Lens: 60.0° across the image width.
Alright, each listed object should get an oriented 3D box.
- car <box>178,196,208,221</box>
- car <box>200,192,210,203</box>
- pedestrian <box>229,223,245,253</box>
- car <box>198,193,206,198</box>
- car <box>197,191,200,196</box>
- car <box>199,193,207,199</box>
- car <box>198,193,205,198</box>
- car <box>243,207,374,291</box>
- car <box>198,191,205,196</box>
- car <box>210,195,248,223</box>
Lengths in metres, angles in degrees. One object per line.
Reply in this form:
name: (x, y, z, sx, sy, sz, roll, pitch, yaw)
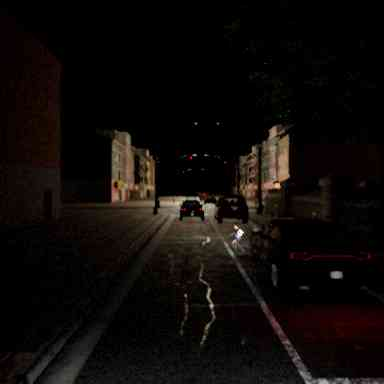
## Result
car: (-0.049, 1.314, 25.118, 1.812, 1.442, 4.674, 0, 0, -2)
car: (2.650, 1.162, 49.397, 1.887, 1.381, 4.507, 1, 0, 0)
pedestrian: (1.598, 1.568, 11.611, 0.500, 1.100, 0.500, 1, 0, -10)
car: (2.653, 0.989, 87.459, 1.802, 1.307, 4.206, 0, 0, 0)
car: (2.654, 0.803, 71.145, 2.192, 1.841, 5.009, 1, 0, 0)
car: (2.652, 1.014, 82.021, 1.802, 1.307, 4.206, 0, 0, 0)
car: (2.653, 0.933, 92.896, 2.008, 1.369, 4.403, 0, 0, 0)
car: (2.751, 1.399, 8.802, 1.882, 1.535, 5.008, 0, 1, 0)
car: (2.651, 1.063, 65.709, 1.887, 1.381, 4.507, 1, 0, 0)
car: (2.651, 1.120, 22.966, 2.192, 1.841, 5.009, 1, 0, 0)
